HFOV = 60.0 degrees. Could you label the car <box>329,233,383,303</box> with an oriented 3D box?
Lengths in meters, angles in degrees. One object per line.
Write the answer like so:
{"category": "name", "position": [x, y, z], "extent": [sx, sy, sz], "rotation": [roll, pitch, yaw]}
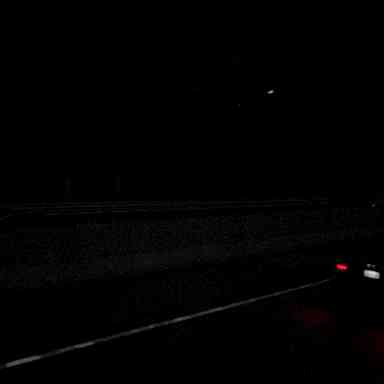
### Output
{"category": "car", "position": [5.323, 1.543, 7.488], "extent": [5.357, 1.411, 2.033], "rotation": [0, 0, -35]}

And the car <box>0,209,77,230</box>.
{"category": "car", "position": [-6.558, 1.522, 12.193], "extent": [4.674, 1.442, 1.812], "rotation": [0, 0, -35]}

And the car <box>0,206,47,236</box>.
{"category": "car", "position": [-10.339, 1.558, 18.092], "extent": [4.181, 1.385, 1.994], "rotation": [0, 0, -35]}

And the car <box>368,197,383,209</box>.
{"category": "car", "position": [23.938, 1.350, 41.518], "extent": [4.902, 1.511, 2.128], "rotation": [-1, 1, -34]}

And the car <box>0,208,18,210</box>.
{"category": "car", "position": [-8.397, 1.559, 15.178], "extent": [4.181, 1.385, 1.994], "rotation": [0, 0, -35]}
